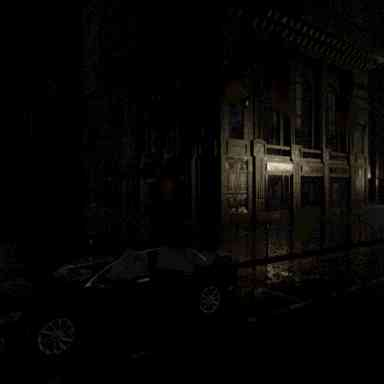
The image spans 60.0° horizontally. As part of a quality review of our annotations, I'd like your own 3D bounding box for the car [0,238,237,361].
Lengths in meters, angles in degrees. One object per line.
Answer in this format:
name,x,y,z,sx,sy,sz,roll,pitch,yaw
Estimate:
car,-1.172,1.550,5.810,4.403,1.369,2.008,0,0,-35
